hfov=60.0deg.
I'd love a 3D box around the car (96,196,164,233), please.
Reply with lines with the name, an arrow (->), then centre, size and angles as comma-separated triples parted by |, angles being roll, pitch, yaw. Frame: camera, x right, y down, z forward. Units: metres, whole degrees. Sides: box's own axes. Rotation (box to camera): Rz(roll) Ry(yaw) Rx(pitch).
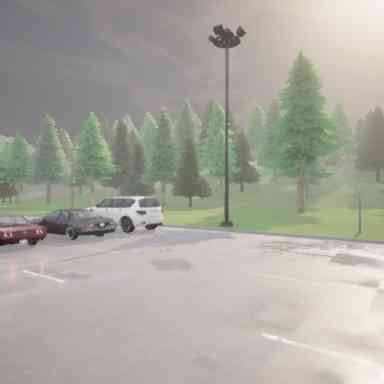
car -> -4.205, 1.255, 19.766 | 5.566, 2.045, 2.150 | 0, 0, 36

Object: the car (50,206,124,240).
car -> -6.213, 1.560, 16.899 | 5.357, 1.411, 2.033 | 0, 0, 36

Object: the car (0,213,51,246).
car -> -8.270, 1.614, 14.067 | 4.718, 1.301, 1.895 | 0, 0, 36
